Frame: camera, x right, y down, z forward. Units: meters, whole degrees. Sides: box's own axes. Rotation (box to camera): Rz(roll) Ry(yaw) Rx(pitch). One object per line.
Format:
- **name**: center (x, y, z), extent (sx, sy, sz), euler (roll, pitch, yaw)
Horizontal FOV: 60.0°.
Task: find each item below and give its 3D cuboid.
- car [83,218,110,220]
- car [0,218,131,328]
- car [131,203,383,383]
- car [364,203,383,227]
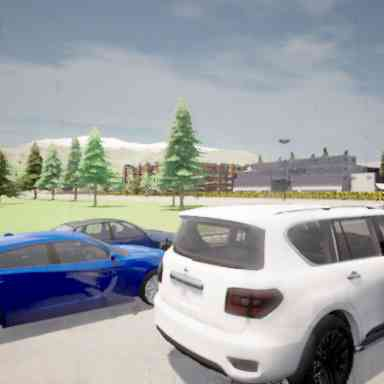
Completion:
- **car**: center (-2.690, 1.531, 10.426), extent (5.357, 1.411, 2.033), euler (0, 0, -36)
- **car**: center (-2.503, 1.471, 6.260), extent (5.008, 1.535, 1.882), euler (0, 0, -36)
- **car**: center (2.106, 1.201, 5.249), extent (5.566, 2.045, 2.150), euler (0, 0, -36)
- **car**: center (13.366, 1.462, 21.880), extent (4.181, 1.385, 1.994), euler (0, 0, -36)
